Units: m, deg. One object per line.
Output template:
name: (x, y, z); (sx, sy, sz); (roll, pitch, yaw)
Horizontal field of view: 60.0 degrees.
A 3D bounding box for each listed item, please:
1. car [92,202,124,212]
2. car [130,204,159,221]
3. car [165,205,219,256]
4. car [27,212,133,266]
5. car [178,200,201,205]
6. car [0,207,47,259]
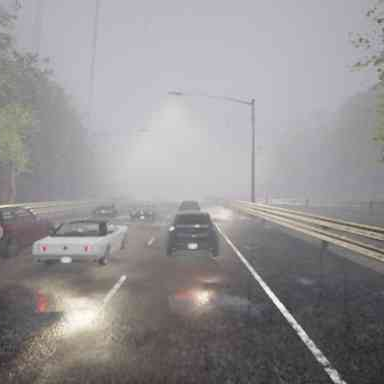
car: (-7.224, 1.540, 28.882); (1.994, 1.385, 4.181); (0, 0, -1)
car: (-3.685, 1.576, 26.692); (1.895, 1.301, 4.718); (0, 0, -1)
car: (0.008, 1.487, 13.117); (1.837, 1.490, 4.892); (0, 0, 0)
car: (-3.481, 1.586, 11.415); (1.895, 1.301, 4.718); (0, 0, 0)
car: (-0.240, 1.451, 29.862); (1.882, 1.535, 5.008); (0, 0, -1)
car: (-6.990, 1.338, 12.671); (2.097, 1.767, 4.553); (0, 0, 0)
